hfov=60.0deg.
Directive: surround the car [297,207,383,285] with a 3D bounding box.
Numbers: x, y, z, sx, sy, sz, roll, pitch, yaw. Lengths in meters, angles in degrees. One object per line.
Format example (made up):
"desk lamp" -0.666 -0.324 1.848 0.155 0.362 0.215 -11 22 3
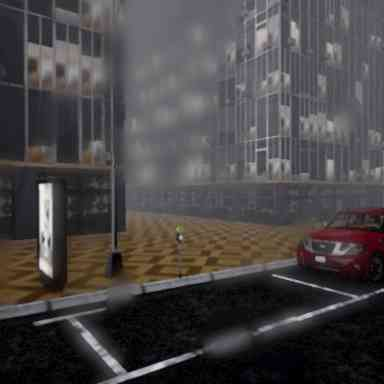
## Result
"car" 5.303 1.405 9.897 5.009 1.841 2.192 1 -1 -35
